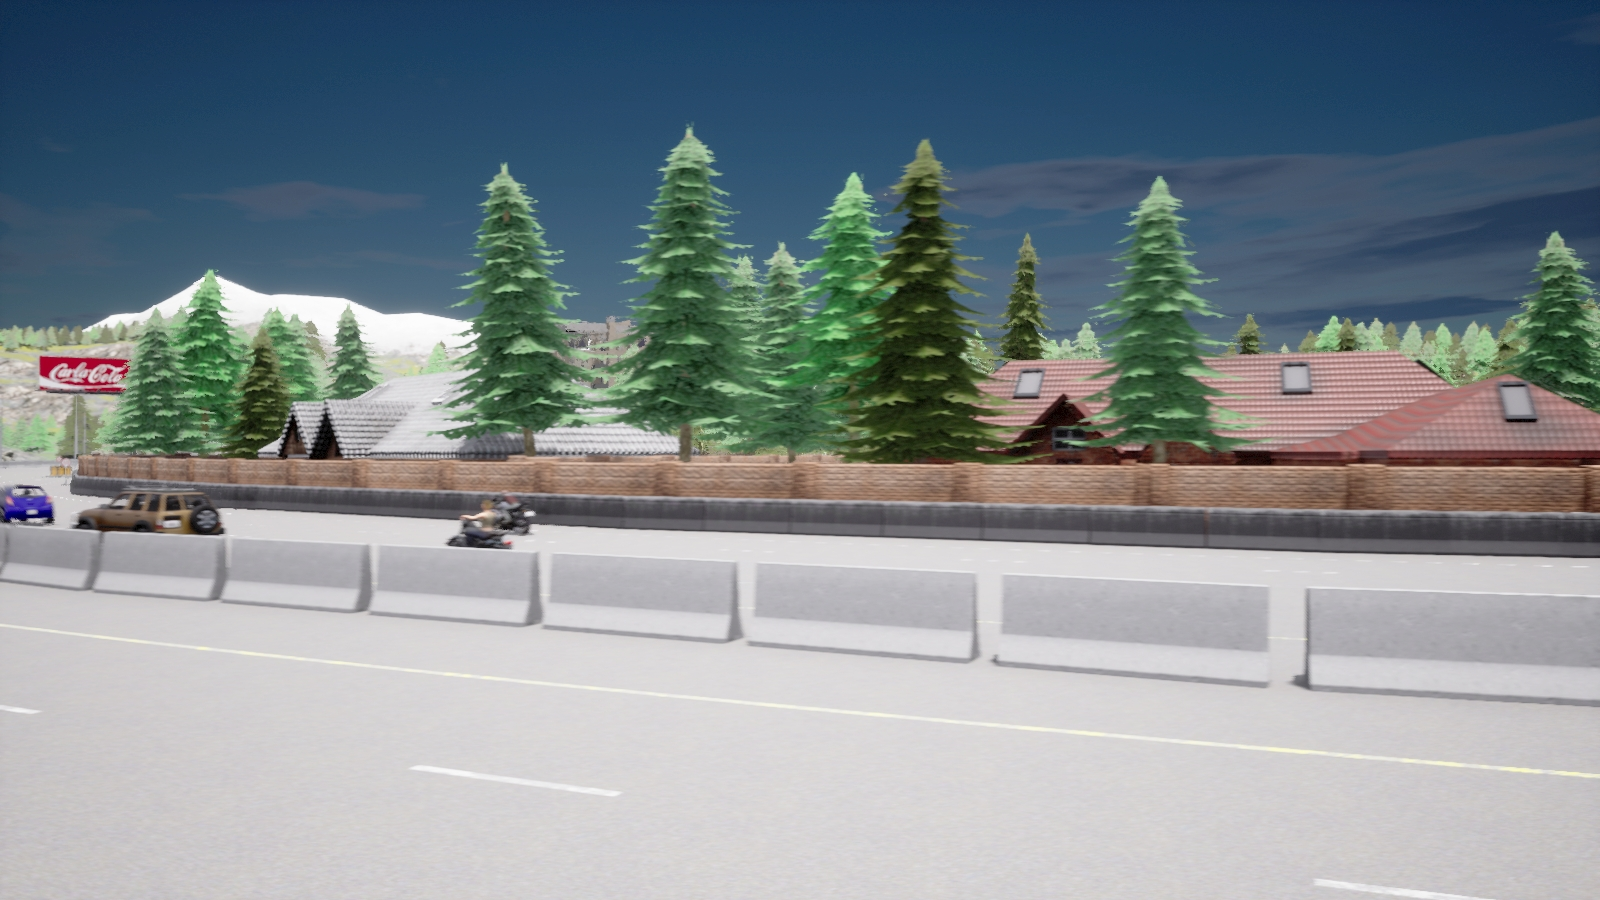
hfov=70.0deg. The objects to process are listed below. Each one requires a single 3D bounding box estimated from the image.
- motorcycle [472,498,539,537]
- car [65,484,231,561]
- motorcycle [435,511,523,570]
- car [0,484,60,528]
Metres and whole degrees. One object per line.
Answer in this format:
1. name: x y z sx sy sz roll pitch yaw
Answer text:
1. motorcycle: -9.950 2.262 38.605 2.209 1.251 0.867 0 -1 30
2. car: -17.869 1.904 31.285 4.605 1.855 1.932 0 0 31
3. motorcycle: -7.883 2.187 27.989 2.356 1.325 0.764 0 -1 35
4. car: -30.074 2.091 43.737 3.633 1.501 1.845 0 0 38
